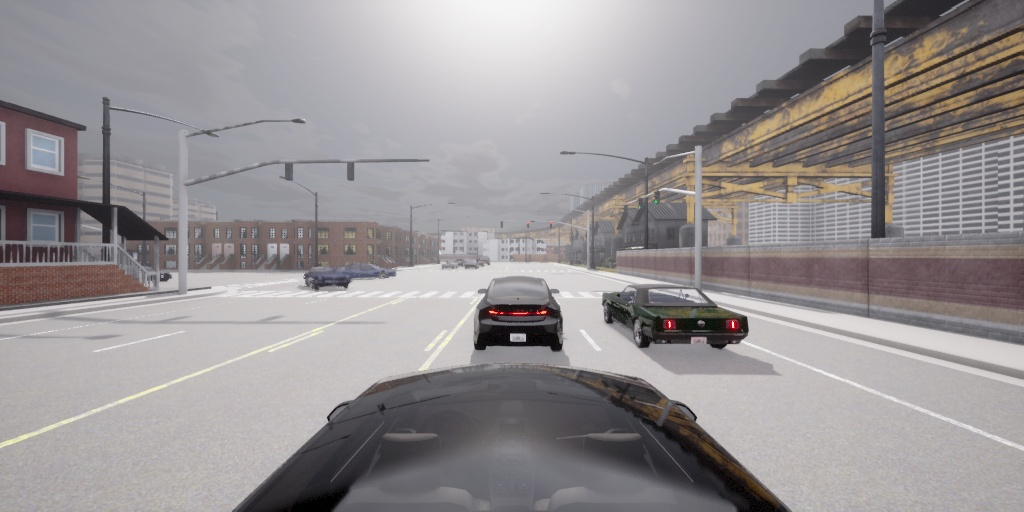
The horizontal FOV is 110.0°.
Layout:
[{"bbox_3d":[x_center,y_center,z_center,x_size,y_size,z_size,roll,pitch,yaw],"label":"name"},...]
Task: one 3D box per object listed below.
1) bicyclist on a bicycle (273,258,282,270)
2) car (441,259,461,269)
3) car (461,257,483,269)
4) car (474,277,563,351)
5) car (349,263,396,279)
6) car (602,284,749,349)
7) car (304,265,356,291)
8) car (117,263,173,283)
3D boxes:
[{"bbox_3d":[-30.543,1.050,46.686,0.582,1.620,1.656,0,0,1],"label":"bicyclist on a bicycle"},{"bbox_3d":[-9.814,1.351,56.664,1.895,1.301,4.718,0,0,2],"label":"car"},{"bbox_3d":[-6.307,1.297,56.936,2.033,1.411,5.357,0,0,1],"label":"car"},{"bbox_3d":[0.161,1.255,9.015,1.837,1.490,4.892,0,0,1],"label":"car"},{"bbox_3d":[-12.828,1.298,31.007,5.357,1.411,2.033,0,0,-15],"label":"car"},{"bbox_3d":[3.667,1.351,9.155,1.895,1.301,4.718,0,0,1],"label":"car"},{"bbox_3d":[-11.461,1.351,22.218,1.895,1.301,4.718,0,0,-38],"label":"car"},{"bbox_3d":[-27.980,1.314,26.668,4.181,1.385,1.994,0,0,1],"label":"car"}]
